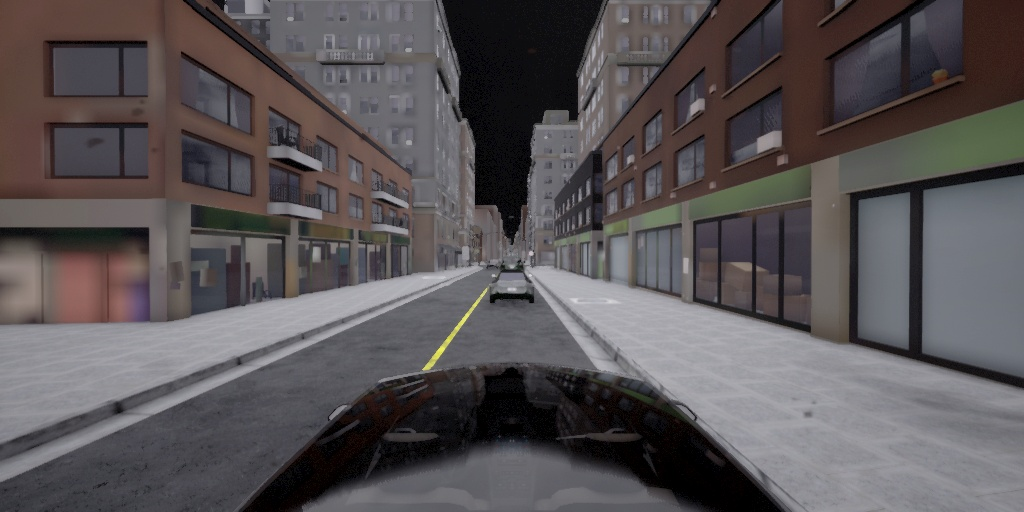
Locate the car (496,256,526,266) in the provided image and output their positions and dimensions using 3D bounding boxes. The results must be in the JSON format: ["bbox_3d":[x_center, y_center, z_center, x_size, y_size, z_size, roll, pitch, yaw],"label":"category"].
[{"bbox_3d":[0.001,0.997,31.530,2.150,2.045,5.566,0,0,0],"label":"car"}]

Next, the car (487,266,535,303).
[{"bbox_3d":[0.000,1.318,16.501,1.994,1.385,4.181,0,0,0],"label":"car"}]

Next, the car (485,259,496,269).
[{"bbox_3d":[-2.999,1.278,55.501,1.837,1.490,4.892,0,0,0],"label":"car"}]
